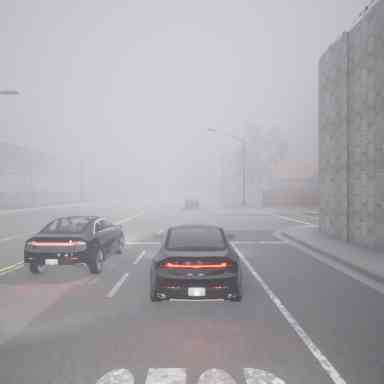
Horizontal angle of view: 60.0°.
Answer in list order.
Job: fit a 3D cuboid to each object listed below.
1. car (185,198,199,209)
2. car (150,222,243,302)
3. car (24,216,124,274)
[{"bbox_3d":[-0.022,1.492,44.233,2.128,1.511,4.902,0,0,0],"label":"car"},{"bbox_3d":[0.078,1.505,8.265,1.837,1.490,4.892,0,0,0],"label":"car"},{"bbox_3d":[-3.429,1.492,10.533,2.128,1.511,4.902,0,0,0],"label":"car"}]
